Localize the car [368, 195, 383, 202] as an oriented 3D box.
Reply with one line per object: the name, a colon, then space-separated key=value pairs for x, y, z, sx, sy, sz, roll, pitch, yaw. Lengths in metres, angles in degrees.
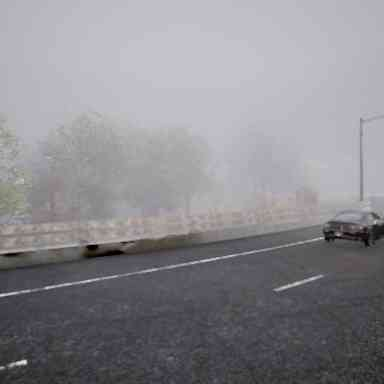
car: x=37.569 y=1.336 z=67.926 sx=2.128 sy=1.511 sz=4.902 roll=0 pitch=0 yaw=11

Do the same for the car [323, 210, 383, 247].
car: x=7.595 y=1.519 z=15.055 sx=4.674 sy=1.442 sz=1.812 roll=0 pitch=0 yaw=-44
